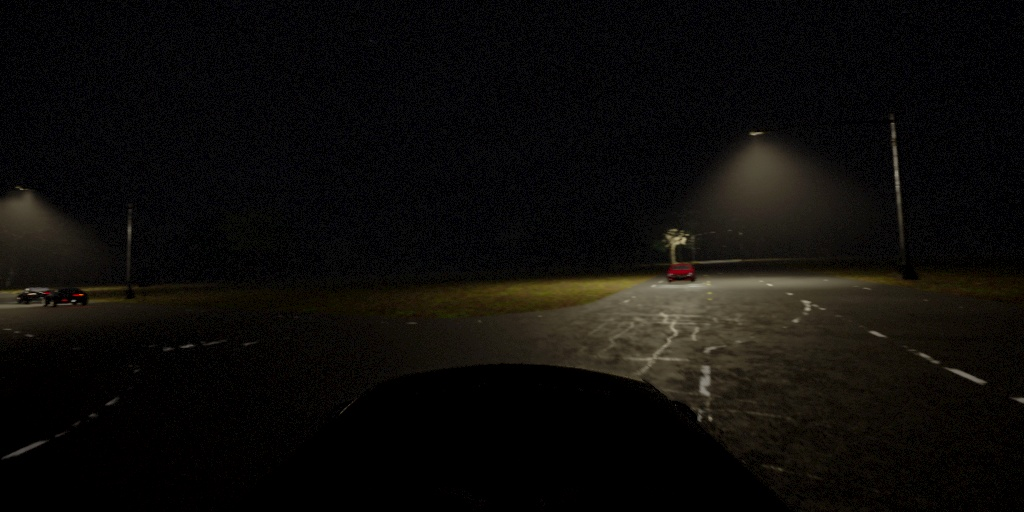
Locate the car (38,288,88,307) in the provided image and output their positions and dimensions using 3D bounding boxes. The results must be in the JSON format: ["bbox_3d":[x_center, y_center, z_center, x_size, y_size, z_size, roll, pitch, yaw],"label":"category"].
[{"bbox_3d":[-37.588,3.462,30.186,4.892,1.490,1.837,-3,-3,29],"label":"car"}]

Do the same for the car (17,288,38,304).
[{"bbox_3d":[-46.550,3.856,35.129,4.902,1.511,2.128,-2,-3,29],"label":"car"}]

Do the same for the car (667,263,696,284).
[{"bbox_3d":[13.944,1.367,29.468,1.882,1.535,5.008,-4,-2,28],"label":"car"}]
